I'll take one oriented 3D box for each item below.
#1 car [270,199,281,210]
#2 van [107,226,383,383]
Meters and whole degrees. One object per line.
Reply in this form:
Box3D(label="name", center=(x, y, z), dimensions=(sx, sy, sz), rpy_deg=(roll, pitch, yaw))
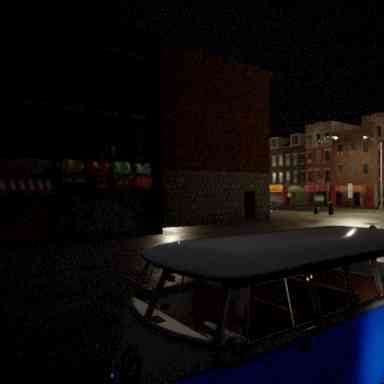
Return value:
Box3D(label="car", center=(8.784, 1.336, 41.369), dimensions=(2.097, 1.767, 4.553), rpy_deg=(0, 0, -35))
Box3D(label="van", center=(1.123, 1.340, 3.624), dimensions=(3.998, 1.788, 1.690), rpy_deg=(0, 0, -36))
